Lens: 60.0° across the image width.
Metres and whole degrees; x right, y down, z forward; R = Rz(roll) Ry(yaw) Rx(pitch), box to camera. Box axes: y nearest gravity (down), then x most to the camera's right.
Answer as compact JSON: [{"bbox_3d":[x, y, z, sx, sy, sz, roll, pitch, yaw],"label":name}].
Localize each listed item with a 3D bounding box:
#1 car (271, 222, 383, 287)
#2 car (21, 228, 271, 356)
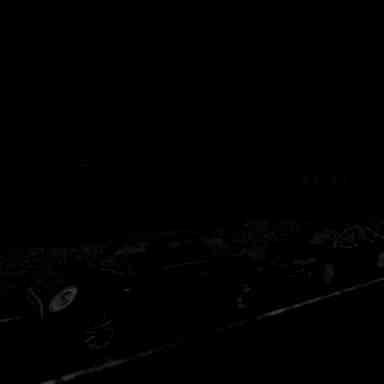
[{"bbox_3d":[3.822,1.555,9.261,4.403,1.369,2.008,0,0,-35],"label":"car"},{"bbox_3d":[-0.778,1.442,5.983,4.097,1.590,1.967,0,0,-35],"label":"car"}]
